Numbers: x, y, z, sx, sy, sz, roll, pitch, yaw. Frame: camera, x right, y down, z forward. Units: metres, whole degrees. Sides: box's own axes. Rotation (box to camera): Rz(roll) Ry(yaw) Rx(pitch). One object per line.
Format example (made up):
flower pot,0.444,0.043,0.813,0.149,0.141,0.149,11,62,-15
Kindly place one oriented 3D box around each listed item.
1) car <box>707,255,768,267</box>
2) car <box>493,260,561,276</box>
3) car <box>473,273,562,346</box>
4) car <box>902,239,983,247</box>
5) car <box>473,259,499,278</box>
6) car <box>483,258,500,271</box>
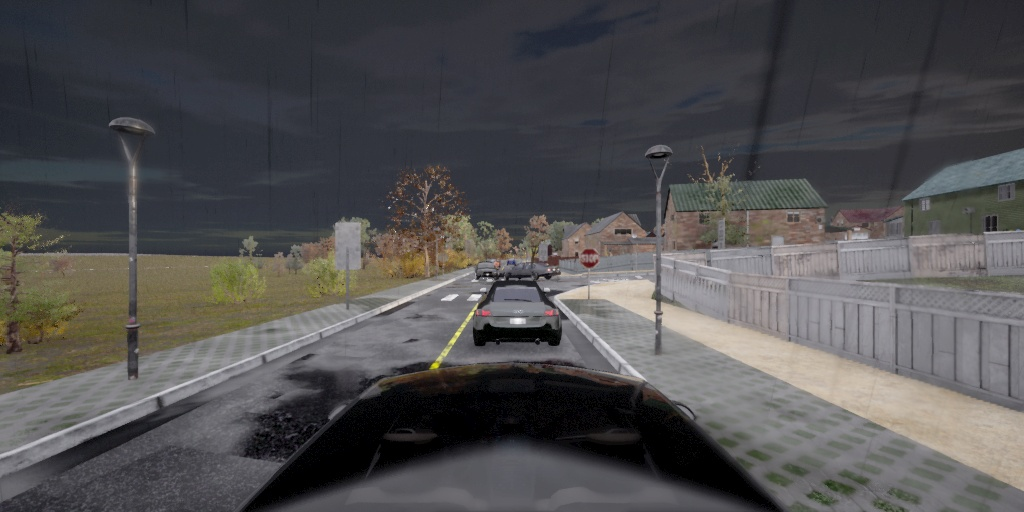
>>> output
car,14.353,0.413,22.815,4.181,1.385,1.994,-3,0,16
car,1.293,1.198,28.417,5.357,1.411,2.033,-4,-3,43
car,0.089,1.313,9.400,1.994,1.385,4.181,0,0,-1
car,23.857,-0.208,20.409,4.902,1.511,2.128,-3,0,14
car,-2.299,1.258,31.322,1.837,1.490,4.892,0,0,-8
car,-2.928,1.121,51.139,2.097,1.767,4.553,0,0,1
